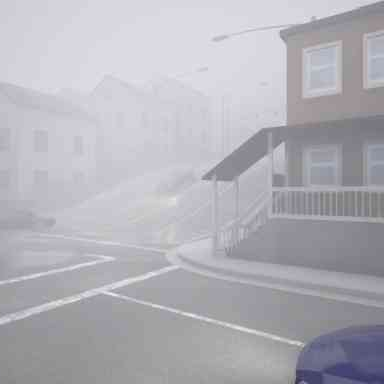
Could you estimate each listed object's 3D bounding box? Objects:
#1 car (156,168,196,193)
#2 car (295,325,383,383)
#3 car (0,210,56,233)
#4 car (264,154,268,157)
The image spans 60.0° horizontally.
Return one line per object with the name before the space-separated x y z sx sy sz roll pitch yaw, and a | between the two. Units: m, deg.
car | -1.411 -1.172 30.007 1.812 1.442 4.674 0 20 35
car | 2.949 1.526 1.860 4.674 1.442 1.812 0 0 36
car | -10.265 1.665 18.567 4.718 1.301 1.895 2 -2 -41
car | 8.713 -5.118 44.354 1.895 1.301 4.718 0 9 36
